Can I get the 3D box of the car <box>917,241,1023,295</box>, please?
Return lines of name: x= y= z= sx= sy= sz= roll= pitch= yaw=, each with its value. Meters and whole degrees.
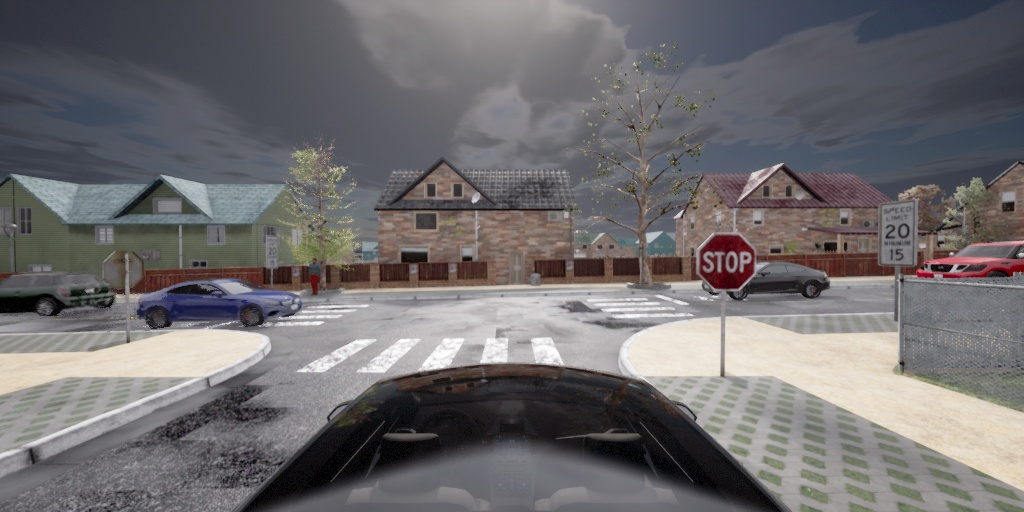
car: x=20.276 y=0.418 z=14.757 sx=5.566 sy=2.045 sz=2.150 roll=-1 pitch=1 yaw=-1

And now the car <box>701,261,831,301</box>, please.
car: x=10.323 y=0.957 z=14.727 sx=4.674 sy=1.442 sz=1.812 roll=-1 pitch=1 yaw=0

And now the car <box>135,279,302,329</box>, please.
car: x=-9.455 y=1.469 z=11.715 sx=4.674 sy=1.442 sz=1.812 roll=-1 pitch=1 yaw=0

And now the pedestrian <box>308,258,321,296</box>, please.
pedestrian: x=-9.674 y=1.000 z=17.570 sx=0.375 sy=1.860 sz=0.375 roll=0 pitch=2 yaw=0

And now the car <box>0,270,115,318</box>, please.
car: x=-19.375 y=1.485 z=14.641 sx=4.553 sy=1.767 sz=2.097 roll=-1 pitch=1 yaw=0
